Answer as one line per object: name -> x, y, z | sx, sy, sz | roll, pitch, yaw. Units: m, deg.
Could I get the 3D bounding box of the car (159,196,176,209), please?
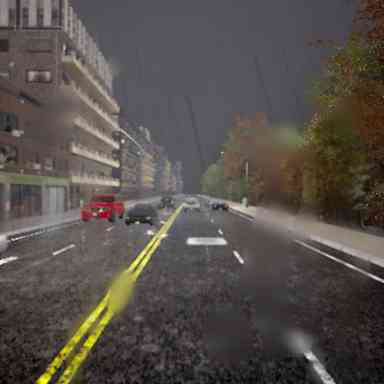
car -> -3.291, 1.339, 44.605 | 2.097, 1.767, 4.553 | 0, 0, 0

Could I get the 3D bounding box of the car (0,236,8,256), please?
car -> -6.619, 1.539, 7.999 | 1.895, 1.301, 4.718 | 0, 0, 1

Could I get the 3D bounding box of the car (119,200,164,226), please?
car -> -3.365, 1.519, 23.239 | 2.033, 1.411, 5.357 | 0, 0, 0

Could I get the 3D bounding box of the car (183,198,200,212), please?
car -> -0.039, 1.607, 39.619 | 1.895, 1.301, 4.718 | 0, 0, 0

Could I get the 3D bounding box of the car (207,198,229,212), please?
car -> 3.211, 1.632, 39.623 | 1.895, 1.301, 4.718 | 0, 0, 0

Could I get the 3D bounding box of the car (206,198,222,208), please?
car -> 3.201, 1.584, 49.592 | 2.033, 1.411, 5.357 | 0, 0, 0

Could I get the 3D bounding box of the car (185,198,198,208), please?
car -> -0.049, 1.612, 49.801 | 1.895, 1.301, 4.718 | 0, 0, 0

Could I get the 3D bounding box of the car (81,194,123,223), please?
car -> -6.605, 1.171, 25.384 | 2.150, 2.045, 5.566 | 0, 0, 0
